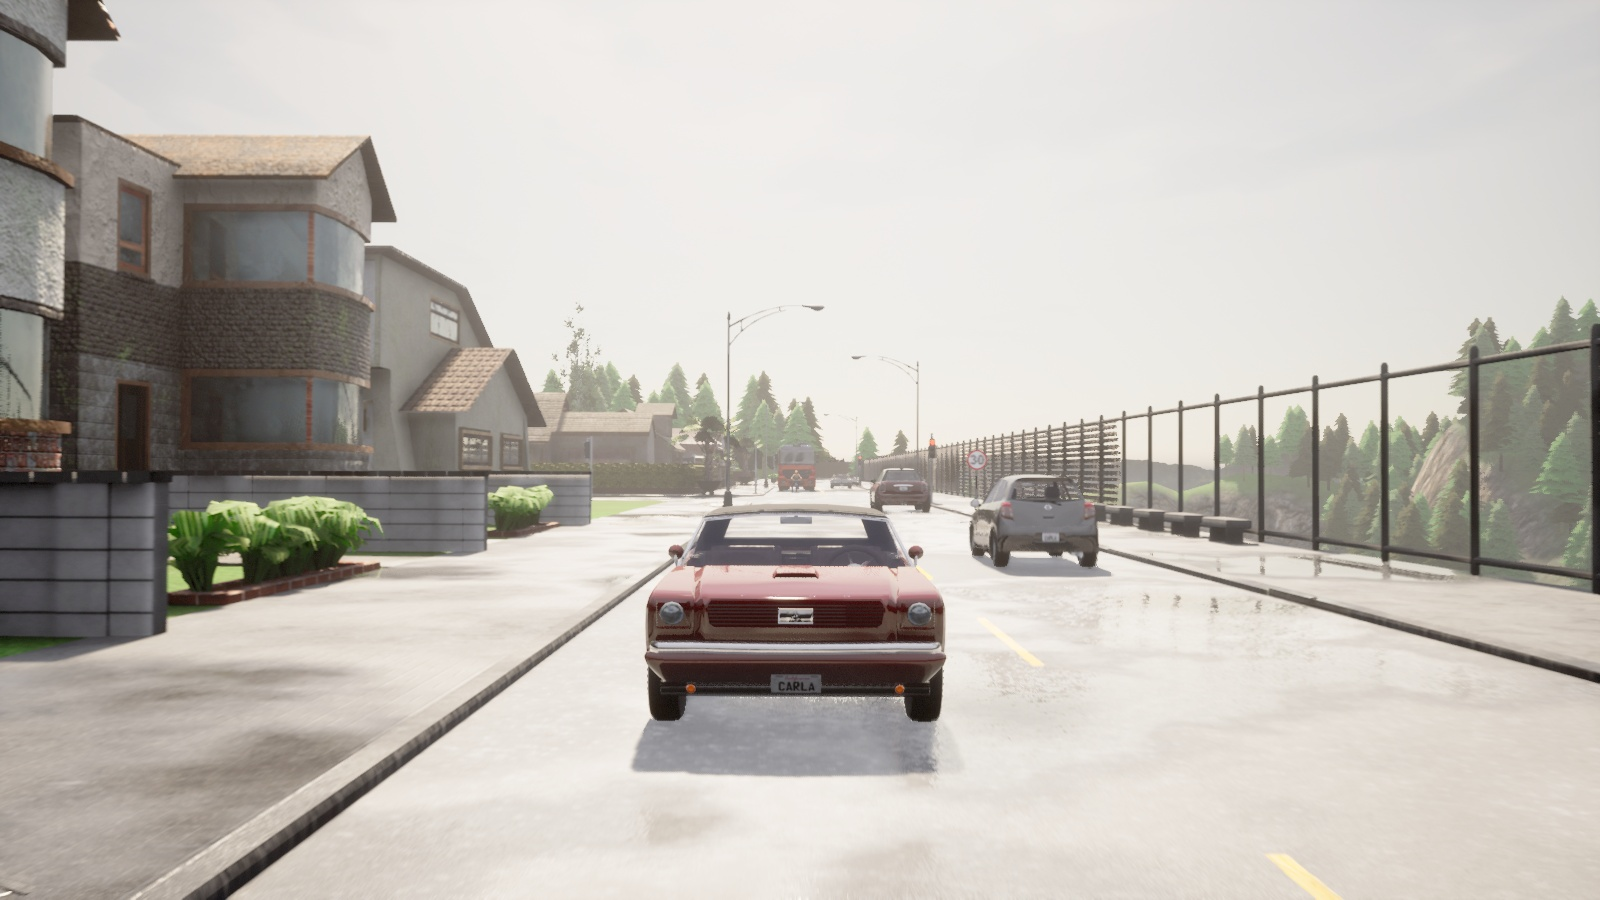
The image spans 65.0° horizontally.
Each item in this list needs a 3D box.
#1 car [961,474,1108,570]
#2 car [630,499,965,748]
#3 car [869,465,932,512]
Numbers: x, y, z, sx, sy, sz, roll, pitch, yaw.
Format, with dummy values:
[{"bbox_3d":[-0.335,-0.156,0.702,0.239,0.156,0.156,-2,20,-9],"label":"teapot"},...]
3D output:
[{"bbox_3d":[3.947,1.176,21.700,1.845,1.501,3.633,0,-1,0],"label":"car"},{"bbox_3d":[-0.023,1.074,9.479,1.895,1.301,4.718,0,-1,0],"label":"car"},{"bbox_3d":[3.880,1.483,49.302,2.097,1.767,4.553,0,-1,0],"label":"car"}]
